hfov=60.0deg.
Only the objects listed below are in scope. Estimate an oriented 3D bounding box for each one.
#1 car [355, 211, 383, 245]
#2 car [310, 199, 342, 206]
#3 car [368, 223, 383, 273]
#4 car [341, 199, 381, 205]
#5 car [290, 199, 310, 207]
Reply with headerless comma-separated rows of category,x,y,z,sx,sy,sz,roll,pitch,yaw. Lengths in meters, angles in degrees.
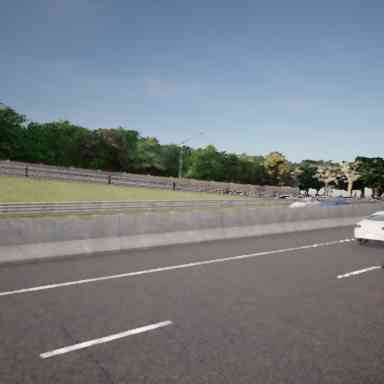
car,8.835,1.532,14.350,4.674,1.442,1.812,0,0,-36
car,15.592,1.483,36.608,5.008,1.535,1.882,0,0,-35
car,7.111,1.553,8.820,5.357,1.411,2.033,0,0,-36
car,17.652,1.511,33.778,4.892,1.490,1.837,0,0,-35
car,13.591,1.531,39.479,4.674,1.442,1.812,0,0,-35
